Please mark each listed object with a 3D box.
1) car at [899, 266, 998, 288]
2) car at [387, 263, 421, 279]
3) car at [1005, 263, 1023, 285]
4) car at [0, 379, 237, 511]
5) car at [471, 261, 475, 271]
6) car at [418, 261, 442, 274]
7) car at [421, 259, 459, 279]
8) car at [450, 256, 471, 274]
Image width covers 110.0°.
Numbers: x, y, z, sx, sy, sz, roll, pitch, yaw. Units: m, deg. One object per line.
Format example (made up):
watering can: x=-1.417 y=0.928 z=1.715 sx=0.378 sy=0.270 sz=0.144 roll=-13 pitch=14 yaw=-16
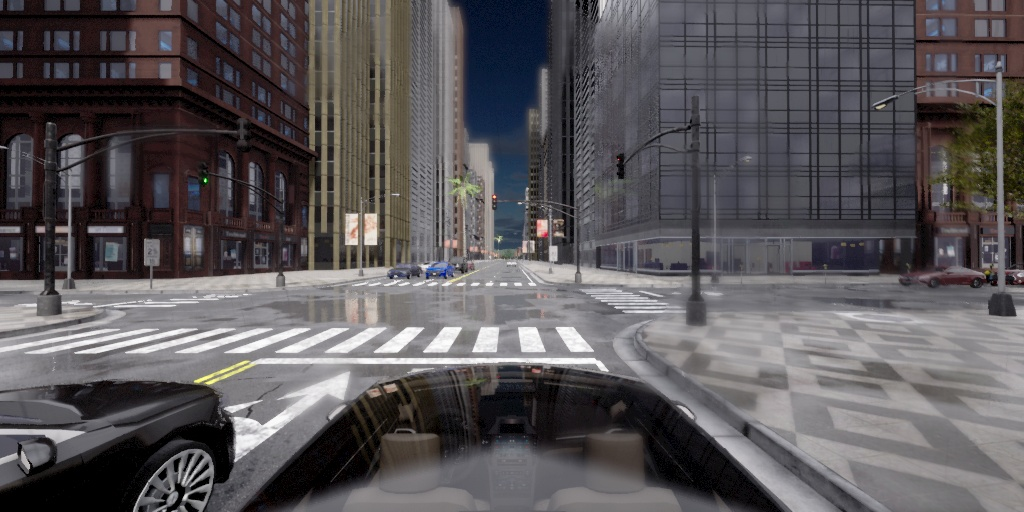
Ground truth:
car: x=26.430 y=1.274 z=22.027 sx=4.207 sy=1.307 sz=1.802 roll=0 pitch=0 yaw=-1
car: x=-9.871 y=1.361 z=33.542 sx=2.033 sy=1.411 sz=5.357 roll=0 pitch=0 yaw=3
car: x=32.068 y=1.116 z=22.125 sx=4.097 sy=1.591 sz=1.967 roll=0 pitch=0 yaw=-1
car: x=-3.138 y=1.241 z=0.933 sx=2.128 sy=1.511 sz=4.902 roll=0 pitch=0 yaw=-1
car: x=-6.670 y=1.411 z=53.970 sx=1.812 sy=1.442 sz=4.674 roll=0 pitch=0 yaw=0
car: x=-9.923 y=1.371 z=43.729 sx=1.812 sy=1.442 sz=4.674 roll=0 pitch=0 yaw=0
car: x=-6.651 y=1.291 z=33.573 sx=1.882 sy=1.535 sz=5.008 roll=0 pitch=0 yaw=2
car: x=-6.669 y=1.067 z=43.680 sx=2.150 sy=2.045 sz=5.566 roll=0 pitch=0 yaw=0
